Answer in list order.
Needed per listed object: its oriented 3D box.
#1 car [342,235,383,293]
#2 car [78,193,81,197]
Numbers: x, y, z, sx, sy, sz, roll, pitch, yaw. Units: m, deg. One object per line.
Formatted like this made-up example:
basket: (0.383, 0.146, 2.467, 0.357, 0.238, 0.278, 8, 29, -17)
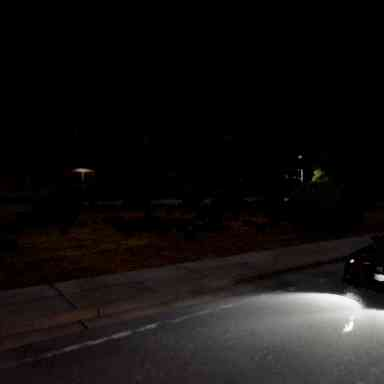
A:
car: (5.415, 1.536, 7.849, 4.181, 1.385, 1.994, 0, 0, -36)
car: (-22.926, 1.096, 64.523, 1.905, 1.878, 3.866, 6, 3, 8)
